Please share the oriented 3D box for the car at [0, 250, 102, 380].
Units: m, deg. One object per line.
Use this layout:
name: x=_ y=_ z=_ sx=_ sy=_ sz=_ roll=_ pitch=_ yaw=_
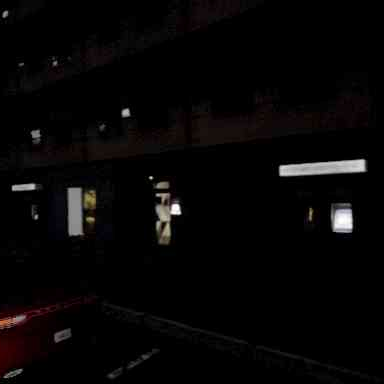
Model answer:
car: x=-3.365 y=1.608 z=5.290 sx=4.507 sy=1.381 sz=1.887 roll=-1 pitch=-1 yaw=36
